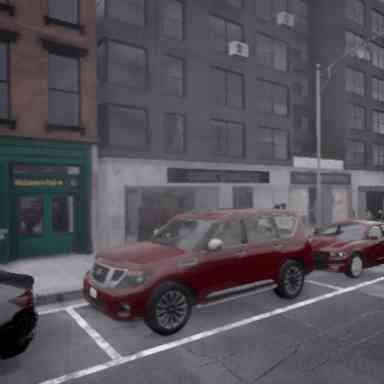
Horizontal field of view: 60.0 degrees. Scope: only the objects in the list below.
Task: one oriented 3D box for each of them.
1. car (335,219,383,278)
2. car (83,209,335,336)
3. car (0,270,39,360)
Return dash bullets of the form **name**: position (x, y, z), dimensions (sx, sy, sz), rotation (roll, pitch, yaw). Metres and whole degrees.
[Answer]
- **car**: position (4.932, 1.541, 10.061), dimensions (4.507, 1.381, 1.887), rotation (0, -1, -36)
- **car**: position (0.447, 1.314, 6.864), dimensions (5.009, 1.841, 2.192), rotation (0, -1, -36)
- **car**: position (-4.035, 1.567, 3.663), dimensions (4.313, 1.339, 1.947), rotation (0, -1, -36)
